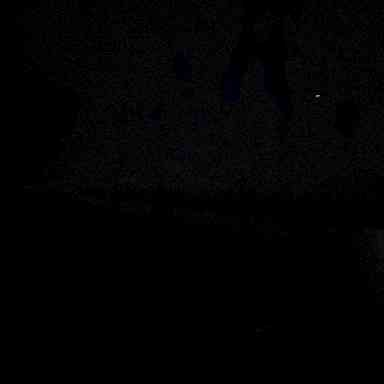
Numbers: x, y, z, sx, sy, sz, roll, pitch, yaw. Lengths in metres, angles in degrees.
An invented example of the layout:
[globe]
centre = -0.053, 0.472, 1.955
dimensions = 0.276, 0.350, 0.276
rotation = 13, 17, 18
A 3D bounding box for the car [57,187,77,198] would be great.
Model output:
[car]
centre = -18.818, 0.048, 49.800
dimensions = 1.882, 1.535, 5.008
rotation = -2, 3, -36
